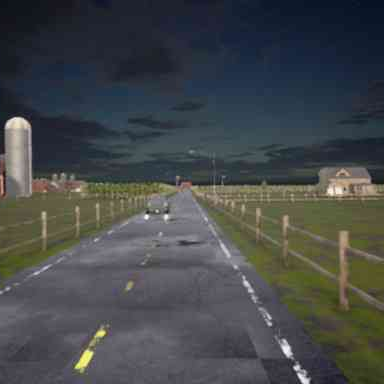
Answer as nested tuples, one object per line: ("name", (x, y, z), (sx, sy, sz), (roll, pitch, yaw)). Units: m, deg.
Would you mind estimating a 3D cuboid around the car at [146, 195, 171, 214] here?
("car", (-3.173, 1.114, 32.186), (2.097, 1.767, 4.553), (0, 1, -1))
